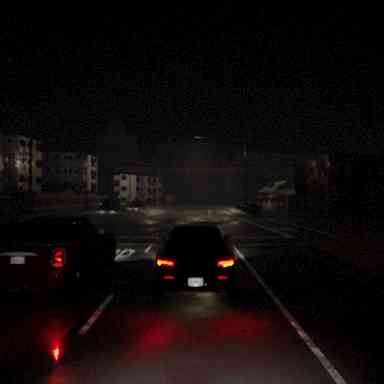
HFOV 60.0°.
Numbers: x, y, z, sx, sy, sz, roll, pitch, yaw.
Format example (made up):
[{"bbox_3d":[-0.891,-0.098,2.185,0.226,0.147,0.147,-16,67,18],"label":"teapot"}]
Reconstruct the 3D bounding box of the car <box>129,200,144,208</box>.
[{"bbox_3d":[-11.524,2.466,69.070,1.882,1.535,5.008,0,-1,11],"label":"car"}]

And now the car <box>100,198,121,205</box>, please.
[{"bbox_3d":[-13.054,1.930,53.494,2.150,2.045,5.566,0,-1,3],"label":"car"}]

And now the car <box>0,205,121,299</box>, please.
[{"bbox_3d":[-3.427,1.373,8.674,2.097,1.767,4.553,0,0,0],"label":"car"}]

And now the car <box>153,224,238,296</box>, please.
[{"bbox_3d":[0.079,1.546,8.597,1.812,1.442,4.674,0,0,0],"label":"car"}]
